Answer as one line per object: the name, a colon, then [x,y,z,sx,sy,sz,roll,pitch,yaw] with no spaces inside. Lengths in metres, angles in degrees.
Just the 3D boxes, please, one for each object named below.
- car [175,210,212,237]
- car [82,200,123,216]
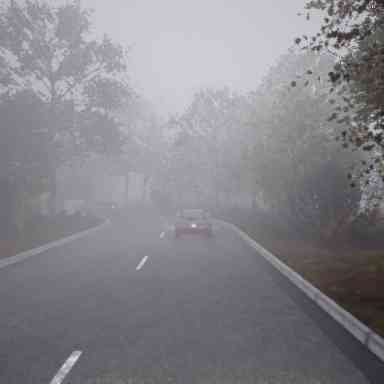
car: [0.053,1.668,18.664,1.994,1.385,4.181,0,0,-1]
car: [-9.973,1.722,36.945,4.553,1.767,2.097,-1,-3,24]
